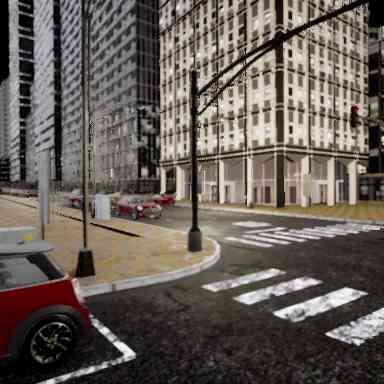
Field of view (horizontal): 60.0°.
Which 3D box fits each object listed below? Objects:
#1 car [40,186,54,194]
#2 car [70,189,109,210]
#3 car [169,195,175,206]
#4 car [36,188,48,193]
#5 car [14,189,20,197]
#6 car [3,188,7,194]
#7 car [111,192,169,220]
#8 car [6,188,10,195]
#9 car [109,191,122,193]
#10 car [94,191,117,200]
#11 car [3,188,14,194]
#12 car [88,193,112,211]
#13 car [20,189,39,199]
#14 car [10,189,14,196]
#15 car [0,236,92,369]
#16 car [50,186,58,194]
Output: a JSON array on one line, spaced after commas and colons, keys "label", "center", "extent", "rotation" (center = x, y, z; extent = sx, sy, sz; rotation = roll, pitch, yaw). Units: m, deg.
[{"label": "car", "center": [-35.893, -0.495, 82.209], "extent": [2.192, 1.841, 5.009], "rotation": [1, 1, -36]}, {"label": "car", "center": [-10.177, 0.652, 31.958], "extent": [2.192, 1.841, 5.009], "rotation": [1, 1, -36]}, {"label": "car", "center": [-3.408, 0.842, 36.892], "extent": [1.802, 1.307, 4.206], "rotation": [1, 1, -36]}, {"label": "car", "center": [-39.146, -0.351, 86.744], "extent": [1.947, 1.339, 4.313], "rotation": [1, 1, -36]}, {"label": "car", "center": [-29.669, 0.245, 59.141], "extent": [2.008, 1.369, 4.403], "rotation": [1, 1, -36]}, {"label": "car", "center": [-39.413, -0.060, 72.732], "extent": [1.947, 1.339, 4.313], "rotation": [1, 1, -36]}, {"label": "car", "center": [-3.684, 0.992, 22.899], "extent": [1.967, 1.590, 4.097], "rotation": [1, 1, -36]}, {"label": "car", "center": [-36.164, 0.031, 68.202], "extent": [2.008, 1.369, 4.403], "rotation": [1, 1, -36]}, {"label": "car", "center": [-10.004, 0.568, 46.095], "extent": [1.752, 1.417, 4.829], "rotation": [1, 1, -36]}, {"label": "car", "center": [-13.155, 0.504, 50.488], "extent": [1.947, 1.339, 4.313], "rotation": [1, 1, -36]}, {"label": "car", "center": [-42.660, -0.188, 77.262], "extent": [1.887, 1.381, 4.507], "rotation": [1, 1, -36]}, {"label": "car", "center": [-6.935, 1.027, 27.430], "extent": [1.802, 1.307, 4.206], "rotation": [1, 1, -36]}, {"label": "car", "center": [-26.421, 0.346, 54.611], "extent": [1.887, 1.381, 4.507], "rotation": [1, 1, -36]}, {"label": "car", "center": [-32.917, 0.132, 63.671], "extent": [1.887, 1.381, 4.507], "rotation": [1, 1, -36]}, {"label": "car", "center": [-3.494, 1.445, 4.069], "extent": [4.097, 1.590, 1.967], "rotation": [-1, 0, -35]}, {"label": "car", "center": [-32.648, -0.159, 77.679], "extent": [1.887, 1.381, 4.507], "rotation": [1, 1, -36]}]
